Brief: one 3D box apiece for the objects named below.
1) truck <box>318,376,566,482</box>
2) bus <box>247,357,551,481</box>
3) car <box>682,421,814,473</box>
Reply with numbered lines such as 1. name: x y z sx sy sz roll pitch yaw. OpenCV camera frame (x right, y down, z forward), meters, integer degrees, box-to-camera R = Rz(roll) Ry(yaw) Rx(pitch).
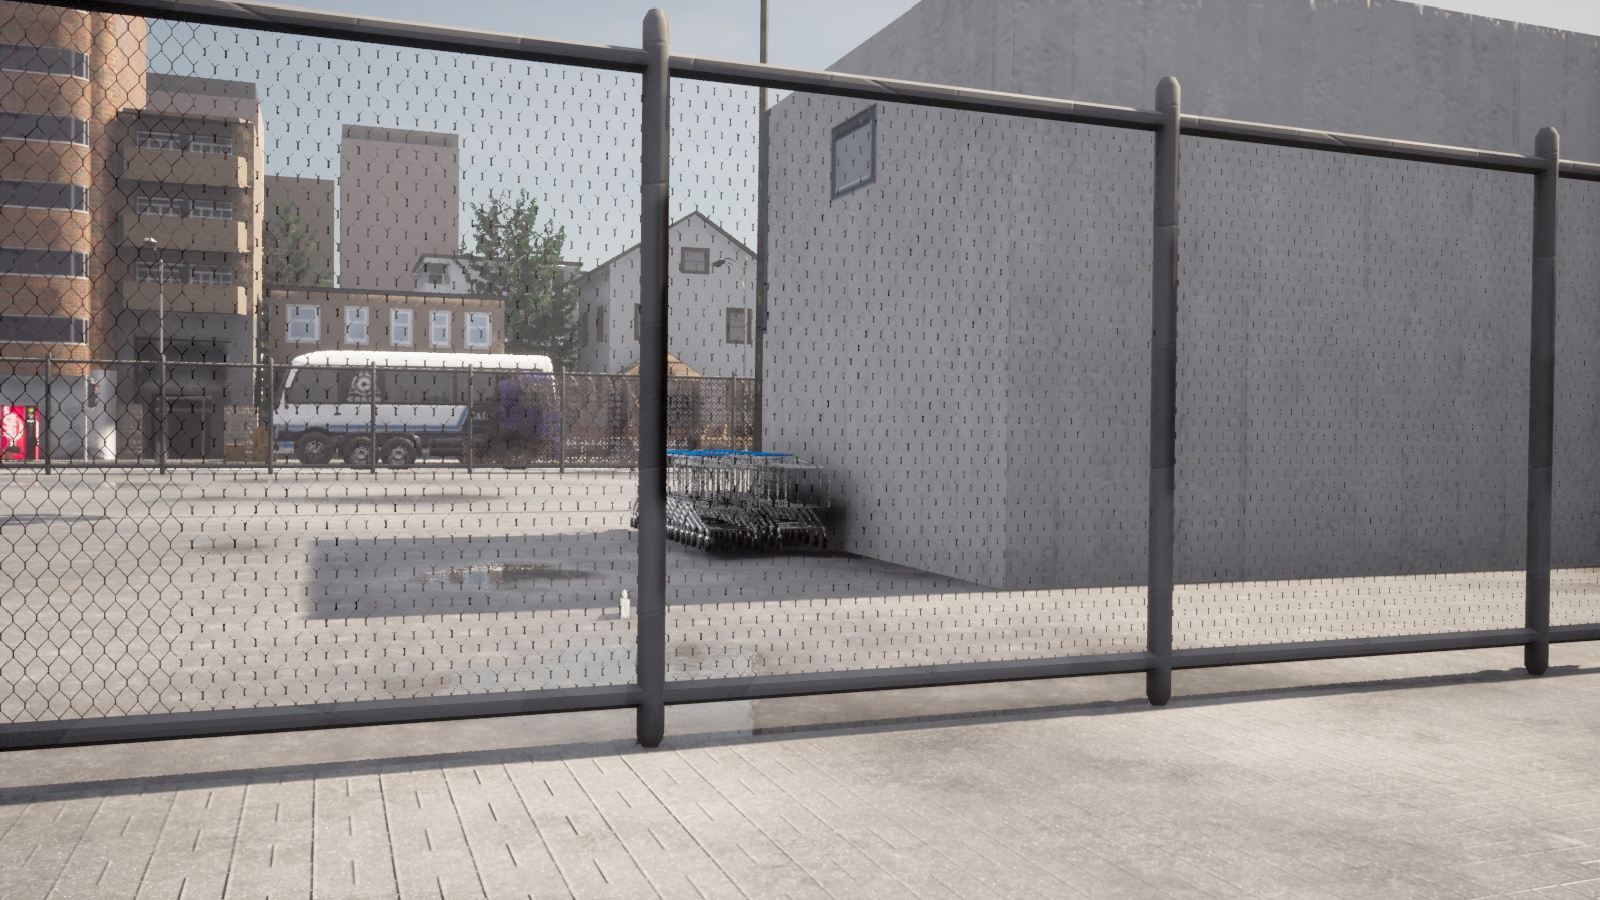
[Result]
1. truck: -12.300 -0.756 43.328 7.936 3.462 2.891 -1 1 -19
2. bus: -14.785 -1.177 46.615 10.273 4.253 3.944 -1 1 -21
3. car: -1.958 -0.133 47.269 4.605 1.855 1.932 -1 1 -19
